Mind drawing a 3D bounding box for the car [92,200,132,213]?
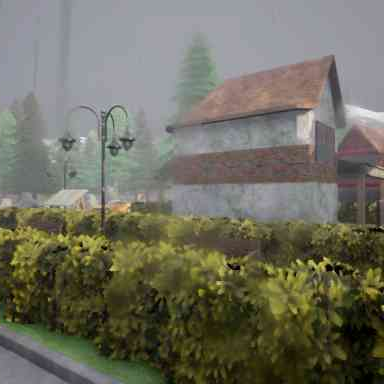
[{"bbox_3d":[-8.554,1.643,36.215,1.882,1.535,5.008,0,0,36],"label":"car"}]

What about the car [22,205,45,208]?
[{"bbox_3d":[-14.053,1.766,28.608,1.895,1.301,4.718,0,0,36],"label":"car"}]

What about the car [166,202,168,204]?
[{"bbox_3d":[-2.462,1.766,44.201,1.895,1.301,4.718,0,0,39],"label":"car"}]
